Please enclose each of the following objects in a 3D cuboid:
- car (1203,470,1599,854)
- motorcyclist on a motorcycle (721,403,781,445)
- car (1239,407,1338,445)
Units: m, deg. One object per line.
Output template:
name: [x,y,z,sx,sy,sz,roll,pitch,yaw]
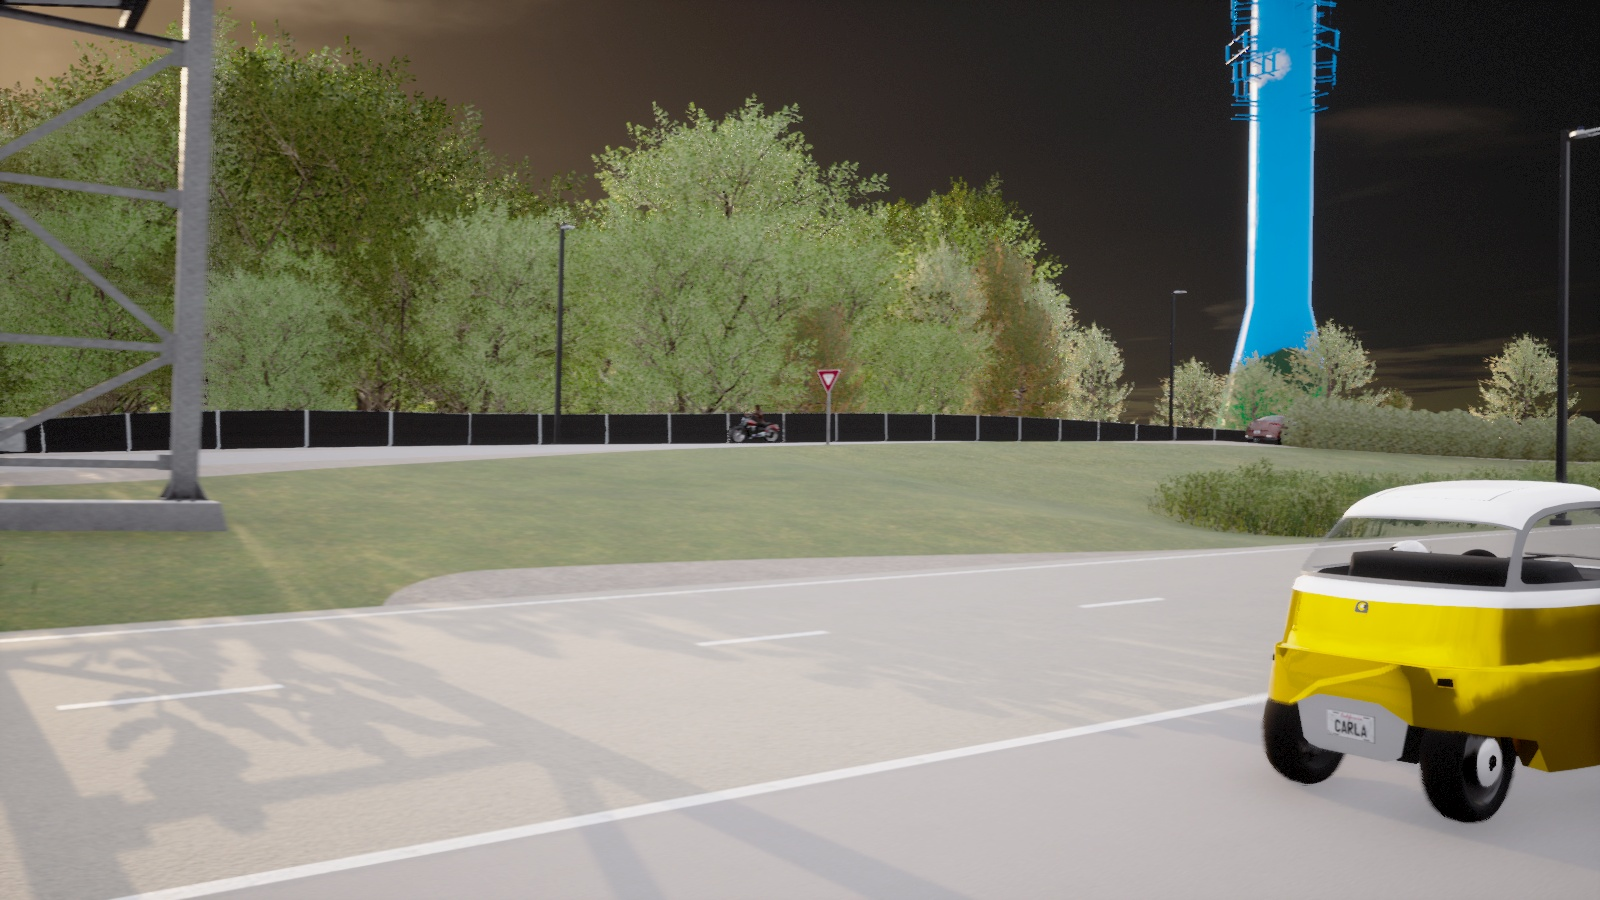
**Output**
car: [3.220,0.809,5.899,2.207,1.376,1.481,0,0,-35]
motorcyclist on a motorcycle: [-1.972,-1.051,50.934,2.350,1.649,0.766,-1,0,-37]
car: [25.368,-1.199,65.171,5.027,1.651,2.152,3,-2,-32]
